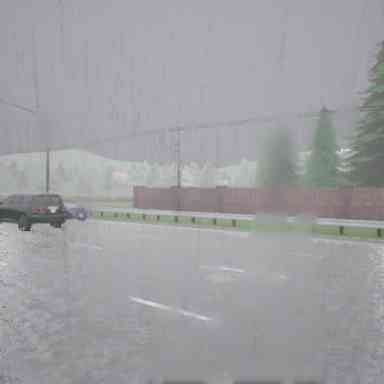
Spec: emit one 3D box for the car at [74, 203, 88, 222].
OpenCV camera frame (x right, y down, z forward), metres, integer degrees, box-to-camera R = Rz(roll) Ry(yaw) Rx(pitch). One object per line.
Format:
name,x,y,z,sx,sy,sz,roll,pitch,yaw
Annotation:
car,-9.272,1.380,23.486,4.674,1.442,1.812,0,0,35

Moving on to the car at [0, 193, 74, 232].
car,-9.664,1.090,19.482,5.566,2.045,2.150,0,0,36

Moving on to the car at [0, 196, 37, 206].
car,-24.840,1.222,46.544,5.357,1.411,2.033,0,0,-12
